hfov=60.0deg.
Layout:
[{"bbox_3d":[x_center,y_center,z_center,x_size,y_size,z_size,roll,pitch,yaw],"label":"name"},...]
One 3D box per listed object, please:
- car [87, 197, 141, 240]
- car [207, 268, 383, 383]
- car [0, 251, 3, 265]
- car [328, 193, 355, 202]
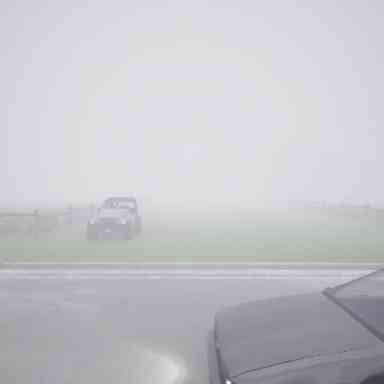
[{"bbox_3d":[-3.572,1.204,15.899,1.905,1.878,3.866,0,0,1],"label":"car"},{"bbox_3d":[2.857,1.547,3.517,5.357,1.411,2.033,0,0,1],"label":"car"},{"bbox_3d":[-6.880,1.594,7.108,4.718,1.301,1.895,0,0,1],"label":"car"},{"bbox_3d":[27.390,1.201,60.824,4.605,1.855,1.932,0,0,1],"label":"car"}]
